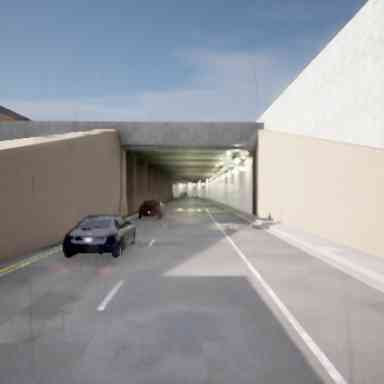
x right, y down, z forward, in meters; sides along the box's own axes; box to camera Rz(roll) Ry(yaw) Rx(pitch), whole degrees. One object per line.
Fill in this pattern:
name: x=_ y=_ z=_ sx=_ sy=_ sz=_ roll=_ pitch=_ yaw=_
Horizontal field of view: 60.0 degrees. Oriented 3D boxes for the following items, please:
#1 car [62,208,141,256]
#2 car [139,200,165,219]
car: x=-3.414 y=1.548 z=12.980 sx=1.994 sy=1.385 sz=4.181 roll=0 pitch=0 yaw=0
car: x=-3.413 y=1.442 z=29.016 sx=1.882 sy=1.535 sz=5.008 roll=0 pitch=0 yaw=0
